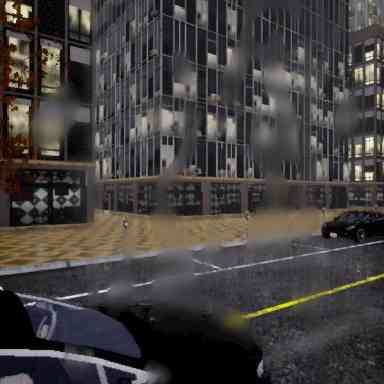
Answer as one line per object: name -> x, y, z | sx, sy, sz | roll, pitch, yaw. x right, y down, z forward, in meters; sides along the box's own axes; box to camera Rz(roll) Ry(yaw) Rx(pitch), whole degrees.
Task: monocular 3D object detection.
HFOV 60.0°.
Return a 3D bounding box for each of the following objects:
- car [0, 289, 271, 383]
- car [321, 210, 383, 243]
car -> -1.525, 1.493, 2.235 | 4.902, 1.511, 2.128 | 0, 0, -35
car -> 8.140, 1.563, 16.226 | 4.313, 1.339, 1.947 | 0, 0, -36
